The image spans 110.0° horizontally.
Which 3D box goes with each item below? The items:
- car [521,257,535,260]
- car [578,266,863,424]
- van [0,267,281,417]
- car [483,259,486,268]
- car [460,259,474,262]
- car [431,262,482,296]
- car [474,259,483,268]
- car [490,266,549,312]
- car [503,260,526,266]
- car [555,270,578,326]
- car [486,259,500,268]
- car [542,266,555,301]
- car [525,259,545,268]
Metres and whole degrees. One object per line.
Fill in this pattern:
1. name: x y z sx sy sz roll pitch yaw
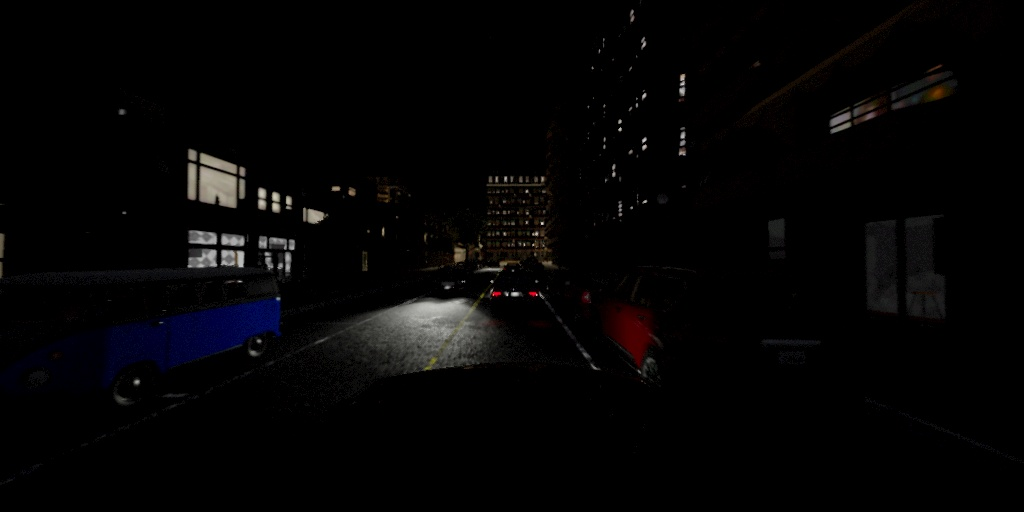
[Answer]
1. car: 2.687 1.095 51.348 2.192 1.841 5.009 0 0 0
2. car: 2.692 1.067 5.855 2.192 1.841 5.009 0 0 0
3. van: -5.660 1.093 5.794 1.690 1.789 3.998 0 0 0
4. car: -5.662 1.225 56.976 1.967 1.591 4.097 0 0 0
5. car: -5.660 1.297 39.745 1.751 1.417 4.829 0 0 0
6. car: -3.100 1.250 19.672 2.128 1.511 4.902 0 0 0
7. car: -5.661 1.220 51.288 1.967 1.591 4.097 0 0 0
8. car: 0.098 1.303 14.321 2.033 1.411 5.357 0 0 0
9. car: 0.097 1.333 35.436 1.994 1.385 4.181 0 0 0
10. car: 2.691 1.194 11.541 1.967 1.591 4.097 0 0 0
11. car: -3.044 1.281 61.110 2.128 1.511 4.902 0 0 1
12. car: 2.690 1.323 17.229 1.948 1.339 4.313 0 0 0
13. car: 2.688 1.322 39.974 2.007 1.370 4.403 0 0 0
